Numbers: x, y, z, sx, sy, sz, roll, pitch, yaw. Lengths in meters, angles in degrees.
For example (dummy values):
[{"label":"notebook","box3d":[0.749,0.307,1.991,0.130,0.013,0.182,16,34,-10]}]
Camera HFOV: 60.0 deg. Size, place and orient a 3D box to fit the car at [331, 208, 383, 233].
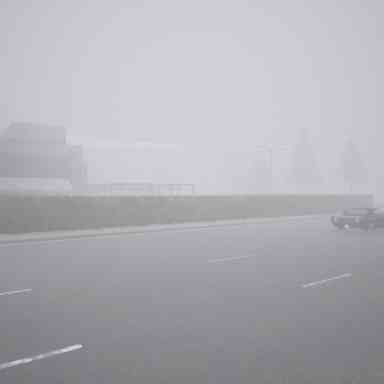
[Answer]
[{"label":"car","box3d":[10.398,1.601,19.757,4.718,1.301,1.895,0,0,-35]}]
